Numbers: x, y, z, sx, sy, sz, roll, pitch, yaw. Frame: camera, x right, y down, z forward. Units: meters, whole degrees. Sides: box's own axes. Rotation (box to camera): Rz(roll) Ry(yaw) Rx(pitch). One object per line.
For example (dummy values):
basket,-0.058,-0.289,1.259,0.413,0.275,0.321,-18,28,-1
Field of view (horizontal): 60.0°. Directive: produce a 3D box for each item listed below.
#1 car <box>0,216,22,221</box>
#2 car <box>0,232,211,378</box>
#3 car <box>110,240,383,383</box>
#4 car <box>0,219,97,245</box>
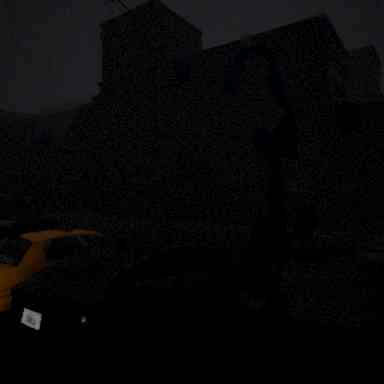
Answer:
car,-5.053,1.516,8.933,2.163,1.488,4.792,0,0,36
car,-0.498,1.512,5.749,2.163,1.488,4.792,0,0,36
car,1.649,1.481,4.185,2.097,1.535,5.008,0,0,36
car,-2.667,1.481,7.491,1.946,1.575,5.366,0,0,36
